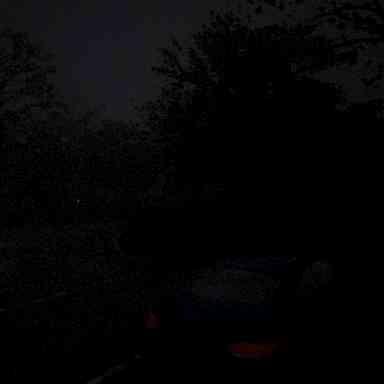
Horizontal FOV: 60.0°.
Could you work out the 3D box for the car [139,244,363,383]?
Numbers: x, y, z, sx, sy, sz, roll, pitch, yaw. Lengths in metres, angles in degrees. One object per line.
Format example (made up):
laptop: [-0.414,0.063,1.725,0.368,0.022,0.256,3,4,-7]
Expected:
car: [1.237,1.509,4.928,2.002,1.452,4.674,0,0,36]

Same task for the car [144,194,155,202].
car: [-7.882,1.067,61.280,1.882,1.535,5.008,-1,1,-10]

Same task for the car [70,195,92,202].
car: [-26.069,1.582,77.843,5.008,1.535,1.882,-2,-1,27]

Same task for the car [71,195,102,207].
car: [-15.428,1.236,48.624,2.097,1.767,4.553,-3,0,36]
